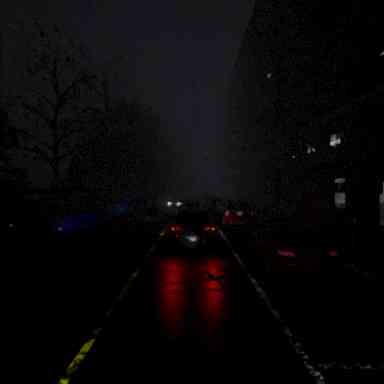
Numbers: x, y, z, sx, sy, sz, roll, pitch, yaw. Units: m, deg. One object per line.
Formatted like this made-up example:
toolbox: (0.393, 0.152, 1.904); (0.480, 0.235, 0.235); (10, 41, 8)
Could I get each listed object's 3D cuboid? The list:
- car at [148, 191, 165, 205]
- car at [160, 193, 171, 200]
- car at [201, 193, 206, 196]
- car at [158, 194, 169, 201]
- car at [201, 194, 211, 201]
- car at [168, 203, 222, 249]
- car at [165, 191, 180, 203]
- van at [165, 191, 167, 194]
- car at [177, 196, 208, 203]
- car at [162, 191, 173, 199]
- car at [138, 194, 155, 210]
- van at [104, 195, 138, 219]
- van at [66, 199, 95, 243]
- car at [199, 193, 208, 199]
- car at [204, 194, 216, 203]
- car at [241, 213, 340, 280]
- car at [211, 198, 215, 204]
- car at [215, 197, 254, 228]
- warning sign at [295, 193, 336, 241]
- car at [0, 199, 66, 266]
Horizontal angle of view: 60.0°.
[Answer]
car: (-5.671, 0.910, 48.819); (2.192, 1.841, 5.009); (0, 0, 0)
car: (-5.664, 0.973, 71.341); (1.887, 1.381, 4.507); (0, 0, 0)
car: (2.708, 1.036, 48.816); (1.967, 1.590, 4.097); (0, 0, 0)
car: (-5.666, 1.051, 65.711); (1.802, 1.307, 4.206); (0, 0, 0)
car: (2.715, 1.051, 65.709); (1.802, 1.307, 4.206); (0, 0, 0)
car: (0.054, 1.408, 13.780); (1.812, 1.442, 4.674); (0, 1, 1)
car: (-3.039, 1.007, 57.532); (1.882, 1.535, 5.008); (0, 0, 1)
van: (-5.668, 0.851, 60.078); (1.690, 1.788, 3.998); (0, 0, 0)
car: (0.057, 1.327, 28.211); (1.994, 1.385, 4.181); (0, 1, 1)
car: (-5.661, 0.703, 76.971); (2.192, 1.841, 5.009); (0, 0, 0)
car: (-5.676, 1.251, 37.561); (1.947, 1.339, 4.313); (0, 0, 0)
van: (-5.680, 1.119, 26.299); (1.690, 1.788, 3.998); (0, 0, 0)
van: (-5.684, 1.213, 15.038); (1.690, 1.788, 3.998); (0, 0, 0)
car: (2.719, 0.954, 76.970); (1.947, 1.339, 4.313); (0, 0, 0)
car: (2.704, 1.251, 37.558); (1.947, 1.339, 4.313); (0, 0, 0)
car: (2.694, 1.502, 9.406); (1.802, 1.307, 4.206); (0, 0, 0)
car: (2.700, 1.360, 26.298); (1.802, 1.307, 4.206); (0, 0, 0)
car: (2.698, 1.265, 20.666); (1.967, 1.590, 4.097); (0, 0, 0)
warning sign: (5.074, 0.999, 13.725); (1.300, 1.860, 1.060); (0, 1, 0)
car: (-5.686, 1.235, 9.407); (2.192, 1.841, 5.009); (0, 0, 0)
